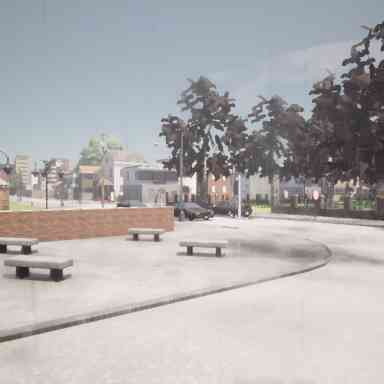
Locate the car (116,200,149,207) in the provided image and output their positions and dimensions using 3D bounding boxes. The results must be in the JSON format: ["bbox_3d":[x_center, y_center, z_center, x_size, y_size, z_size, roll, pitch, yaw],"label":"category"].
[{"bbox_3d":[-6.526,1.547,36.166,2.033,1.411,5.357,0,0,-35],"label":"car"}]

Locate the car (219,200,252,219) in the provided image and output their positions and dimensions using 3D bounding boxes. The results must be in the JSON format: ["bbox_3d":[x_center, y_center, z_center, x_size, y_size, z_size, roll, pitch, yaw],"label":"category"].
[{"bbox_3d":[3.198,1.504,29.597,1.837,1.490,4.892,0,0,-35],"label":"car"}]

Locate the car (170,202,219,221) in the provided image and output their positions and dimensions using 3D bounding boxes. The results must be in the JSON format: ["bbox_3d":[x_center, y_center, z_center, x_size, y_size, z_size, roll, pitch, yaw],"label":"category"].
[{"bbox_3d":[-0.451,1.547,27.588,2.033,1.411,5.357,0,0,-35],"label":"car"}]
